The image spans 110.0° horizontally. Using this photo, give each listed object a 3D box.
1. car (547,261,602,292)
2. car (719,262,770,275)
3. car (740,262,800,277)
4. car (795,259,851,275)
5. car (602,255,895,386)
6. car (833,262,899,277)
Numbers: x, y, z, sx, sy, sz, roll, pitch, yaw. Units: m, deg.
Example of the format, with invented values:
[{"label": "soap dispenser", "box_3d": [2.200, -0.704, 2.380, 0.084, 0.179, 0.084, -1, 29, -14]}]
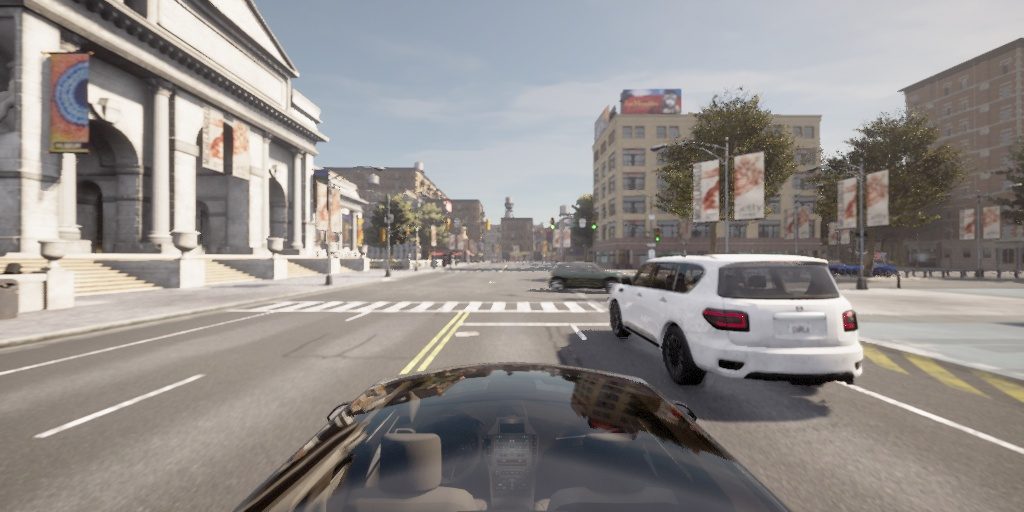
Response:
[{"label": "car", "box_3d": [4.418, 1.149, 20.642, 4.553, 1.767, 2.097, 0, -1, 22]}, {"label": "car", "box_3d": [26.585, 1.447, 41.146, 4.674, 1.442, 1.812, 0, 0, 0]}, {"label": "car", "box_3d": [27.022, 1.411, 37.643, 4.892, 1.490, 1.837, 0, 0, 0]}, {"label": "car", "box_3d": [35.599, 1.275, 41.143, 4.553, 1.767, 2.097, 0, 0, 0]}, {"label": "car", "box_3d": [3.615, 0.997, 7.158, 2.150, 2.045, 5.566, 0, 0, 0]}, {"label": "car", "box_3d": [37.040, 1.387, 37.628, 5.008, 1.535, 1.882, 0, 0, 0]}]
